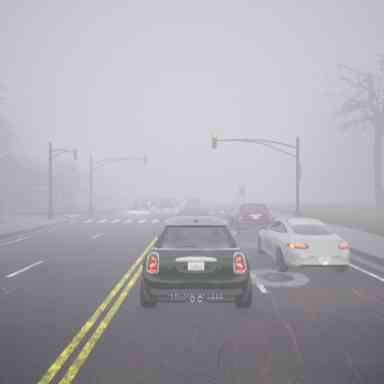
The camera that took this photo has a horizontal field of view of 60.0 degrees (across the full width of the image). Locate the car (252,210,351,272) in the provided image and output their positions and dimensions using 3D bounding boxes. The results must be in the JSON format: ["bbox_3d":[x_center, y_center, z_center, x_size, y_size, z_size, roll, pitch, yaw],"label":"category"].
[{"bbox_3d":[3.345,1.525,10.640,1.812,1.442,4.674,0,0,0],"label":"car"}]

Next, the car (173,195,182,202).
[{"bbox_3d":[-3.165,1.460,73.477,1.837,1.490,4.892,0,0,0],"label":"car"}]

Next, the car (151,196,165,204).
[{"bbox_3d":[-6.472,1.516,63.749,2.033,1.411,5.357,0,0,1],"label":"car"}]

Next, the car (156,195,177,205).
[{"bbox_3d":[-3.297,1.493,43.816,1.837,1.490,4.892,0,0,0],"label":"car"}]

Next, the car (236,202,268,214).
[{"bbox_3d":[3.331,1.350,19.434,2.097,1.767,4.553,0,0,0],"label":"car"}]

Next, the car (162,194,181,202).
[{"bbox_3d":[-3.282,1.470,53.119,2.128,1.511,4.902,0,0,0],"label":"car"}]

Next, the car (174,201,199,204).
[{"bbox_3d":[0.061,1.476,17.351,1.882,1.535,5.008,0,0,0],"label":"car"}]

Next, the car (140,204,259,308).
[{"bbox_3d":[0.085,1.351,8.086,2.097,1.767,4.553,0,0,0],"label":"car"}]

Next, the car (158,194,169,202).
[{"bbox_3d":[-6.413,1.307,76.013,2.097,1.767,4.553,0,0,0],"label":"car"}]

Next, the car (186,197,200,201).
[{"bbox_3d":[0.166,1.474,50.776,2.128,1.511,4.902,0,0,0],"label":"car"}]

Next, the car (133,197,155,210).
[{"bbox_3d":[-6.556,1.479,43.979,2.128,1.511,4.902,0,0,0],"label":"car"}]

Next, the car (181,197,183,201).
[{"bbox_3d":[-3.240,1.495,63.315,1.812,1.442,4.674,0,0,1],"label":"car"}]
